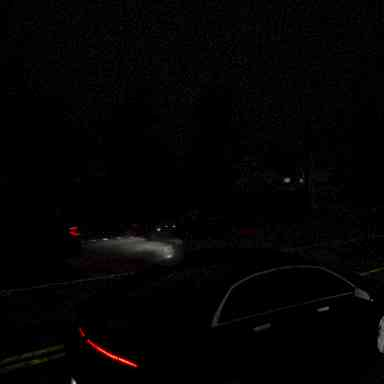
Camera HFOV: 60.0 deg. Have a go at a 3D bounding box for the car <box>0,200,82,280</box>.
[{"bbox_3d":[-5.724,1.225,8.508,5.566,2.045,2.150,1,0,-35],"label":"car"}]

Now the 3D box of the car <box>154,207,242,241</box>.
[{"bbox_3d":[0.399,1.561,17.167,4.892,1.490,1.837,1,-1,-35],"label":"car"}]

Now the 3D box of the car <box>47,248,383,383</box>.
[{"bbox_3d":[0.926,1.526,4.406,4.892,1.490,1.837,1,0,-35],"label":"car"}]
